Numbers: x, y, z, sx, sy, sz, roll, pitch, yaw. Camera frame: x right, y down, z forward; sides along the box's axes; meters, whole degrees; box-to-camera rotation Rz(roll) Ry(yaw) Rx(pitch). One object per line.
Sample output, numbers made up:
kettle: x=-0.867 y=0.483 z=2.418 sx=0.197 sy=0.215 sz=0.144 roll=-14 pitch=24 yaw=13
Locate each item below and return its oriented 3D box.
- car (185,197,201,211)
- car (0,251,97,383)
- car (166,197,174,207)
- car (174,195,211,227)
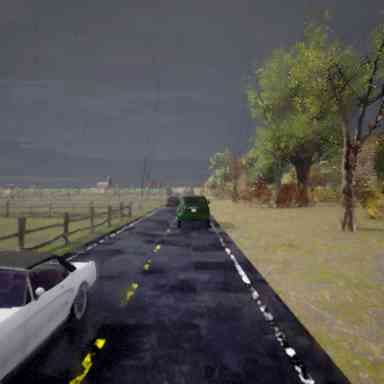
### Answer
car: x=0.115 y=1.445 z=41.394 sx=1.882 sy=1.535 sz=5.008 roll=0 pitch=0 yaw=0
car: x=-2.849 y=1.601 z=4.502 sx=1.895 sy=1.301 sz=4.718 roll=0 pitch=0 yaw=0
car: x=-2.742 y=1.432 z=49.412 sx=1.882 sy=1.535 sz=5.008 roll=0 pitch=0 yaw=0
car: x=0.108 y=1.210 z=23.031 sx=2.150 sy=2.045 sz=5.566 roll=0 pitch=0 yaw=0
